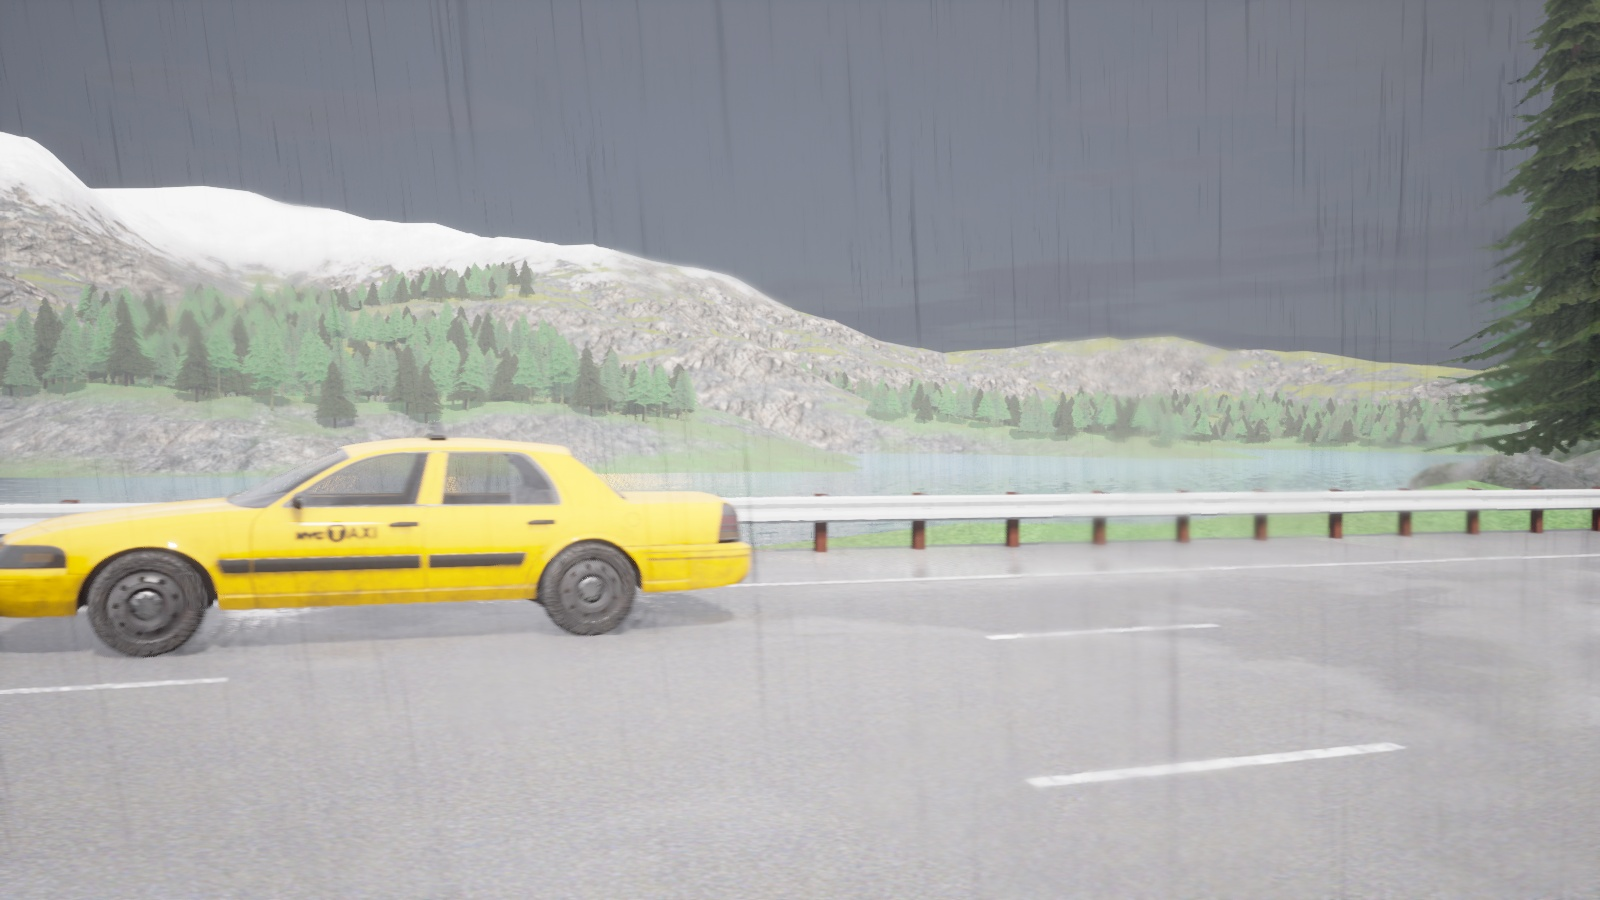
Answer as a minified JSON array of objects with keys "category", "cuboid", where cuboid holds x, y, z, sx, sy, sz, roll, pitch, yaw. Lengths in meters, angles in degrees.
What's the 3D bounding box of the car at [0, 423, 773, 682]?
[{"category":"car","cuboid":[-3.048,0.614,9.568,5.366,1.575,1.801,-1,1,-21]}]
